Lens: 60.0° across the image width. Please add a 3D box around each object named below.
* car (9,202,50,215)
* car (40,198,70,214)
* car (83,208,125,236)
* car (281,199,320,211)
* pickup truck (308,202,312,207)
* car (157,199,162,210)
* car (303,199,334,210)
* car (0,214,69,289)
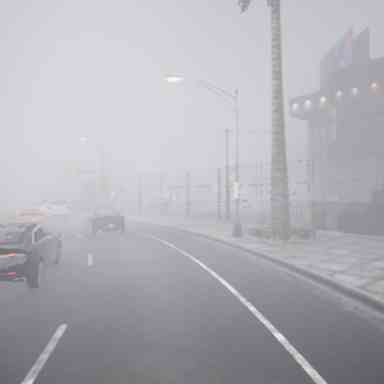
[{"bbox_3d":[-12.581,1.814,25.224,1.882,1.535,5.008,0,-1,-36],"label":"car"},{"bbox_3d":[-13.692,1.633,32.243,2.150,2.045,5.566,0,-1,-39],"label":"car"},{"bbox_3d":[-5.504,1.716,20.548,1.882,1.535,5.008,0,0,-25],"label":"car"},{"bbox_3d":[14.680,1.740,45.310,2.002,1.452,4.674,0,-1,-41],"label":"car"},{"bbox_3d":[12.772,1.272,29.267,6.274,2.098,2.390,0,-1,-41],"label":"pickup truck"},{"bbox_3d":[-4.926,1.773,50.478,2.185,1.767,4.553,0,-1,-41],"label":"car"},{"bbox_3d":[18.404,1.775,48.564,1.970,1.475,3.806,0,-1,-41],"label":"car"},{"bbox_3d":[-4.894,1.618,9.273,2.128,1.511,4.902,0,-1,-13],"label":"car"}]
